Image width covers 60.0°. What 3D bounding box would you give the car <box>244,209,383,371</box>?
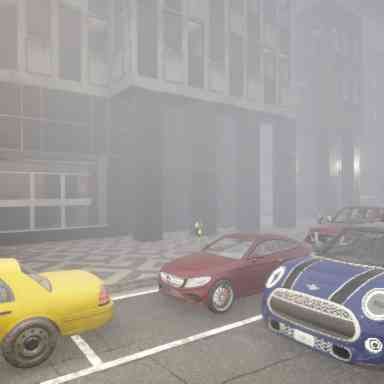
[{"bbox_3d":[3.322,1.352,5.743,4.553,1.767,2.097,0,0,-35],"label":"car"}]

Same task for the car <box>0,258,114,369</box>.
[{"bbox_3d":[-3.466,1.525,4.180,4.829,1.417,1.752,0,0,-35],"label":"car"}]

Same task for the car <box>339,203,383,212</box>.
[{"bbox_3d":[5.798,1.314,10.779,5.009,1.841,2.192,0,0,-35],"label":"car"}]

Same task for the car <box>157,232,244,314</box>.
[{"bbox_3d":[1.235,1.582,7.528,4.206,1.307,1.802,0,0,-35],"label":"car"}]
